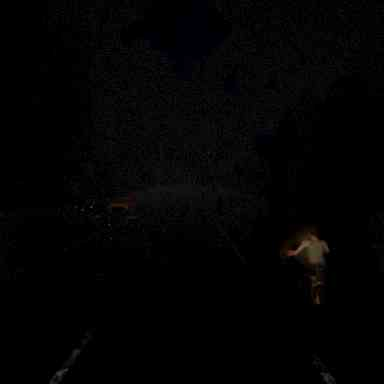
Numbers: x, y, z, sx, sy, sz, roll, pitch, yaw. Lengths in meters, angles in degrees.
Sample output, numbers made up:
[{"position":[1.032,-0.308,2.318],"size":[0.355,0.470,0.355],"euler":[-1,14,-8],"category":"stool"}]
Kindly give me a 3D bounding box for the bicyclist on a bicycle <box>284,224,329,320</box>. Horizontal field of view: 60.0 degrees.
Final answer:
[{"position":[2.241,1.411,6.283],"size":[0.866,1.612,1.509],"euler":[0,0,0],"category":"bicyclist on a bicycle"}]

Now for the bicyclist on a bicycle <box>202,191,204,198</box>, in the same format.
[{"position":[2.534,0.555,74.773],"size":[0.659,1.776,1.843],"euler":[0,1,0],"category":"bicyclist on a bicycle"}]

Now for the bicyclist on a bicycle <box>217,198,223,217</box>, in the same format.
[{"position":[2.354,1.284,27.642],"size":[0.582,1.620,1.656],"euler":[0,0,0],"category":"bicyclist on a bicycle"}]

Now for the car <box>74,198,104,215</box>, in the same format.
[{"position":[-9.722,1.317,31.868],"size":[1.812,1.442,4.674],"euler":[0,0,0],"category":"car"}]

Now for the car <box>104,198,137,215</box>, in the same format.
[{"position":[-6.475,1.275,31.355],"size":[1.882,1.535,5.008],"euler":[0,0,0],"category":"car"}]
